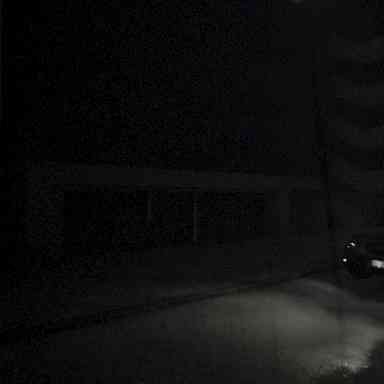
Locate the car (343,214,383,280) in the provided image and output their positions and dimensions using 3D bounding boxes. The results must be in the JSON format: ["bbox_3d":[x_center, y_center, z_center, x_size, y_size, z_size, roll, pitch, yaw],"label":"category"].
[{"bbox_3d":[6.541,1.348,9.270,5.566,2.045,2.150,1,-1,-36],"label":"car"}]
